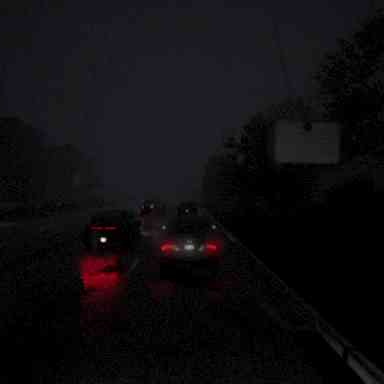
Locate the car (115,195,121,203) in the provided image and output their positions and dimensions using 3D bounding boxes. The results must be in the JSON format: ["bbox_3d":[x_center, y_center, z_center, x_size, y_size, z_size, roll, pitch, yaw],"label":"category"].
[{"bbox_3d":[-16.673,1.588,67.806,2.231,1.521,4.892,0,0,-1],"label":"car"}]

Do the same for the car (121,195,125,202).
[{"bbox_3d":[-16.786,1.470,73.356,2.185,1.767,4.553,0,0,-1],"label":"car"}]

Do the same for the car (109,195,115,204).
[{"bbox_3d":[-16.561,1.579,62.282,2.097,1.535,5.008,0,0,-1],"label":"car"}]

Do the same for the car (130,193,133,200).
[{"bbox_3d":[-17.013,1.654,84.500,2.002,1.452,4.674,0,0,-1],"label":"car"}]

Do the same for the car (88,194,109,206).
[{"bbox_3d":[-16.450,1.319,56.850,2.435,2.045,5.566,0,0,-1],"label":"car"}]

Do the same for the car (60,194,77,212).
[{"bbox_3d":[-16.112,1.419,40.212,2.185,1.767,4.553,0,0,-1],"label":"car"}]

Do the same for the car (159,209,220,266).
[{"bbox_3d":[-0.104,1.563,11.583,2.033,1.411,5.357,0,0,-1],"label":"car"}]

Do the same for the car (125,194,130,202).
[{"bbox_3d":[-16.898,1.479,78.880,2.185,1.767,4.553,0,0,-1],"label":"car"}]

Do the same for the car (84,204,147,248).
[{"bbox_3d":[-3.406,1.536,15.027,1.837,1.490,4.892,0,0,-1],"label":"car"}]

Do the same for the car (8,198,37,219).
[{"bbox_3d":[-15.889,1.567,29.260,2.002,1.452,4.674,0,0,-1],"label":"car"}]

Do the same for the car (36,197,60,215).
[{"bbox_3d":[-15.999,1.410,34.688,2.185,1.767,4.553,0,0,-1],"label":"car"}]

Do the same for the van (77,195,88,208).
[{"bbox_3d":[-16.221,1.327,45.588,1.878,1.987,4.442,0,0,-1],"label":"van"}]

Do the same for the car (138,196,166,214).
[{"bbox_3d":[-3.716,1.404,32.645,2.097,1.767,4.553,0,0,-1],"label":"car"}]

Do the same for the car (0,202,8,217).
[{"bbox_3d":[-15.775,1.520,23.740,2.231,1.521,4.892,0,0,-1],"label":"car"}]

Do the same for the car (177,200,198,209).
[{"bbox_3d":[-0.469,1.535,32.885,2.128,1.511,4.902,0,0,-1],"label":"car"}]
